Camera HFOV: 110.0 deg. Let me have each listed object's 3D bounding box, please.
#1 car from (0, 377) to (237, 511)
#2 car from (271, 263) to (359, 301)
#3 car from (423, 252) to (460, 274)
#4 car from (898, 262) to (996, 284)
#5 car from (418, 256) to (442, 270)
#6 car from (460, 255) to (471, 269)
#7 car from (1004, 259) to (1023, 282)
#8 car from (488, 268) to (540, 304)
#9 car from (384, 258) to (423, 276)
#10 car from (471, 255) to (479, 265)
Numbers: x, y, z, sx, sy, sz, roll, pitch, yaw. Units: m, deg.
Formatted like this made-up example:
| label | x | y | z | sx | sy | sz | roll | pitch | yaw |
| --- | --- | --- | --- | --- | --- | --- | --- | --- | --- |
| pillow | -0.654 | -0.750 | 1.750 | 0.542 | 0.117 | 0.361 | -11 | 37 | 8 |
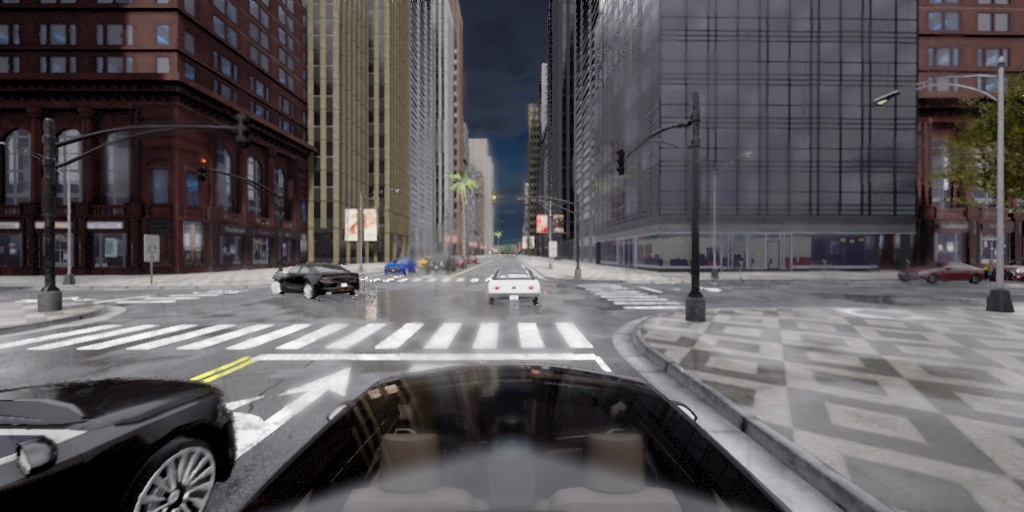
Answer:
| label | x | y | z | sx | sy | sz | roll | pitch | yaw |
| --- | --- | --- | --- | --- | --- | --- | --- | --- | --- |
| car | -3.139 | 1.249 | 0.936 | 2.128 | 1.511 | 4.902 | 0 | 0 | -1 |
| car | -9.014 | 1.054 | 16.324 | 5.008 | 1.535 | 1.882 | 0 | 0 | 35 |
| car | -6.673 | 0.616 | 34.322 | 2.150 | 2.045 | 5.566 | 0 | 1 | 0 |
| car | 26.419 | 1.011 | 22.080 | 4.207 | 1.307 | 1.802 | 0 | 0 | -1 |
| car | -9.925 | 0.780 | 43.799 | 1.882 | 1.535 | 5.008 | 0 | 1 | 0 |
| car | -6.675 | 0.657 | 43.575 | 2.097 | 1.767 | 4.553 | 0 | 1 | 0 |
| car | 32.057 | 0.852 | 22.180 | 4.097 | 1.591 | 1.967 | 0 | 0 | -1 |
| car | 0.067 | 1.160 | 14.922 | 1.895 | 1.301 | 4.718 | 0 | 0 | 0 |
| car | -9.915 | 0.891 | 32.429 | 1.882 | 1.535 | 5.008 | 0 | 1 | 0 |
| car | -6.673 | 0.639 | 59.723 | 1.882 | 1.535 | 5.008 | 0 | 0 | 0 |
